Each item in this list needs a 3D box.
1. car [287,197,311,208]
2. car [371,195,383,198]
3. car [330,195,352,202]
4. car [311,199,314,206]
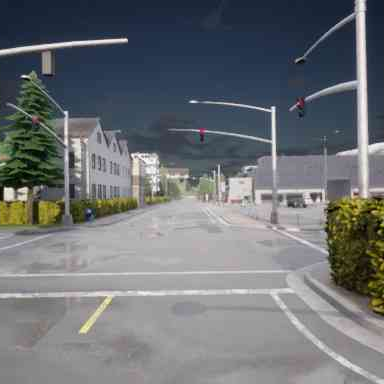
[{"bbox_3d":[15.416,1.629,49.172,2.007,1.523,4.514,-1,-1,0],"label":"car"},{"bbox_3d":[19.112,1.183,31.306,1.905,1.878,3.866,-1,-1,0],"label":"car"},{"bbox_3d":[25.474,1.398,56.572,2.152,1.636,5.027,-1,-1,0],"label":"car"},{"bbox_3d":[19.059,1.573,56.231,1.970,1.475,3.806,-1,-1,0],"label":"car"}]
